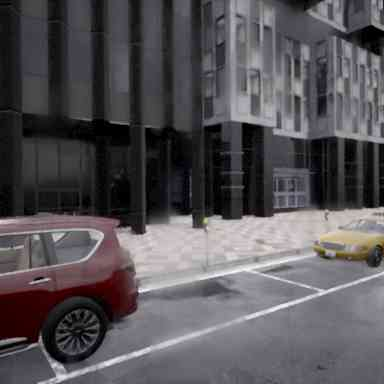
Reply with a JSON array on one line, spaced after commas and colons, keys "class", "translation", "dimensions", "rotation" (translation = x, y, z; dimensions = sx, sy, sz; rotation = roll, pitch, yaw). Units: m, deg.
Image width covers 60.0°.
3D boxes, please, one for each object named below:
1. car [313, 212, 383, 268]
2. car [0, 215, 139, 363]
[{"class": "car", "translation": [5.886, 1.366, 10.729], "dimensions": [4.829, 1.417, 1.752], "rotation": [-1, 1, -34]}, {"class": "car", "translation": [-3.126, 1.317, 4.300], "dimensions": [5.009, 1.841, 2.192], "rotation": [-1, 1, -35]}]
